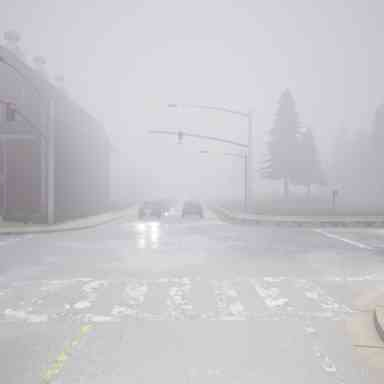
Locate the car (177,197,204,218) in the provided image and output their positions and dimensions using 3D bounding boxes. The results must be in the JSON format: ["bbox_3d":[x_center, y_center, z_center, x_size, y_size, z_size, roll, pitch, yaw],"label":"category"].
[{"bbox_3d":[0.040,1.495,30.368,2.128,1.511,4.902,0,0,0],"label":"car"}]

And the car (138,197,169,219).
[{"bbox_3d":[-3.561,1.495,29.553,2.128,1.511,4.902,0,0,0],"label":"car"}]

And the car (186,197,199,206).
[{"bbox_3d":[0.074,1.553,55.834,2.033,1.411,5.357,0,0,0],"label":"car"}]

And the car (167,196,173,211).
[{"bbox_3d":[-3.547,1.509,39.025,1.837,1.490,4.892,0,0,0],"label":"car"}]

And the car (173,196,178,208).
[{"bbox_3d":[-3.528,1.531,49.289,1.812,1.442,4.674,0,0,0],"label":"car"}]

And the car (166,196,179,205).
[{"bbox_3d":[-3.473,1.484,59.778,1.882,1.535,5.008,0,0,0],"label":"car"}]
